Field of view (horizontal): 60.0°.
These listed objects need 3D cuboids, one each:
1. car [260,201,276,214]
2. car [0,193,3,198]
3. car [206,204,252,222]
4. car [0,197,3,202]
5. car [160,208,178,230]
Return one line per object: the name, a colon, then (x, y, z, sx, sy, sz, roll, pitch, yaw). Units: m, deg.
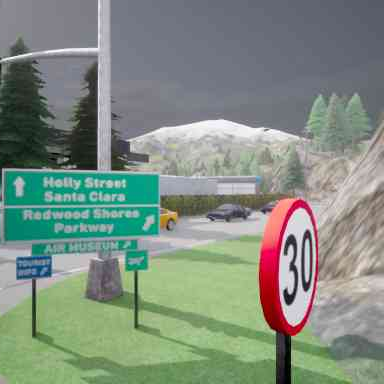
car: (9.646, 1.739, 37.713, 2.033, 1.411, 5.357, 0, 0, 36)
car: (-38.568, 1.490, 69.998, 4.514, 1.523, 2.007, 0, 0, 35)
car: (3.359, 1.739, 29.098, 2.033, 1.411, 5.357, 0, 0, 36)
car: (-12.368, 1.505, 26.054, 1.905, 1.878, 3.866, 0, 0, 35)
car: (-2.912, 1.669, 20.479, 1.882, 1.535, 5.008, 0, 0, 36)
